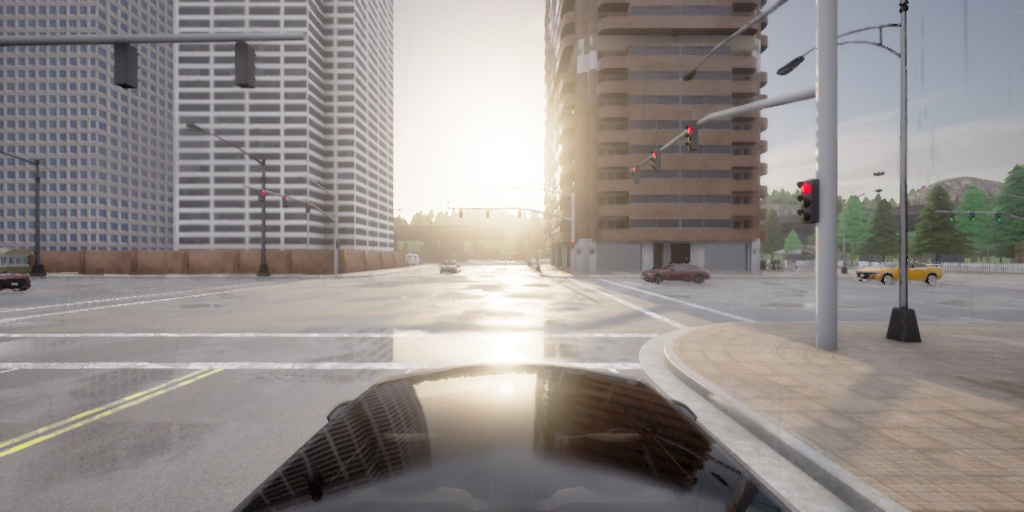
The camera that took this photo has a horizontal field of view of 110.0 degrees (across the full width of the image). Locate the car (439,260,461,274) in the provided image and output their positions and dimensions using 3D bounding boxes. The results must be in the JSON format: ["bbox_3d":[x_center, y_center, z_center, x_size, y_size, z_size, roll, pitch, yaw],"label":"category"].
[{"bbox_3d":[-7.007,1.291,40.901,1.837,1.490,4.892,0,2,0],"label":"car"}]

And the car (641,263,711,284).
[{"bbox_3d":[11.796,1.257,25.886,4.674,1.442,1.812,0,0,1],"label":"car"}]

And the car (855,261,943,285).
[{"bbox_3d":[27.589,1.128,25.688,5.008,1.535,1.882,0,0,0],"label":"car"}]

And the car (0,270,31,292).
[{"bbox_3d":[-28.639,1.214,18.880,5.008,1.535,1.882,0,0,0],"label":"car"}]
